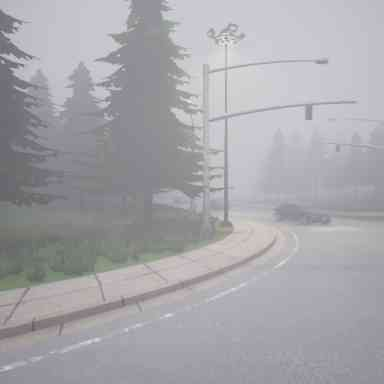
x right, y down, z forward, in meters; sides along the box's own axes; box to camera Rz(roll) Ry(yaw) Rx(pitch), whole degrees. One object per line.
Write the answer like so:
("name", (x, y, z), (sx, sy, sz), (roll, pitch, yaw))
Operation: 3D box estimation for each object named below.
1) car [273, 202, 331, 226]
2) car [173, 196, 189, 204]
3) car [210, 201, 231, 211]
("car", (7.676, 1.505, 23.664), (1.837, 1.490, 4.892), (-1, 0, -20))
("car", (-2.001, 1.491, 57.768), (2.128, 1.511, 4.902), (0, 0, -17))
("car", (3.157, 1.492, 39.930), (2.128, 1.511, 4.902), (0, 0, -16))
